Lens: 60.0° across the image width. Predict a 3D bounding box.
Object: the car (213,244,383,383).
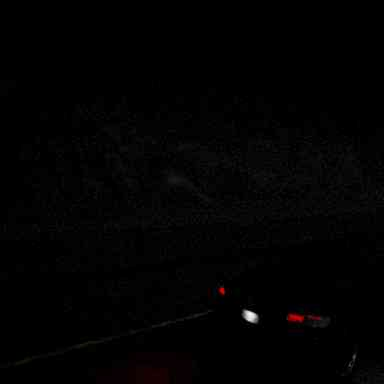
[{"bbox_3d":[2.382,1.576,5.446,4.181,1.385,1.994,0,0,-35],"label":"car"}]
